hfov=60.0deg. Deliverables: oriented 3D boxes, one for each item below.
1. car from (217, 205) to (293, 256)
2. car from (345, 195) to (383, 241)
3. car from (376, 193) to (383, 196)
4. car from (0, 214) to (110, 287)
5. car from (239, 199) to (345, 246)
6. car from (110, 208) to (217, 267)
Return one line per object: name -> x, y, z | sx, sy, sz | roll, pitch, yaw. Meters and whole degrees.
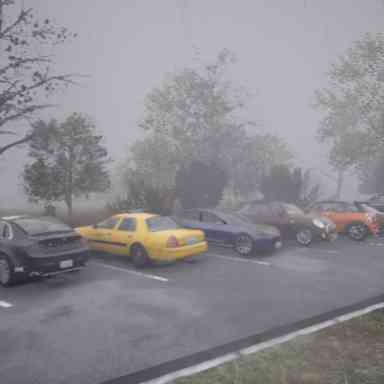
car -> 1.012, 1.365, 12.604 | 4.792, 1.488, 2.163 | 0, 0, 38
car -> 6.386, 1.191, 16.004 | 4.553, 1.767, 2.185 | 0, 0, 38
car -> 11.365, 1.047, 19.234 | 5.566, 2.045, 2.435 | 0, 0, 38
car -> -4.742, 1.358, 8.981 | 4.892, 1.521, 2.231 | 0, 0, 38
car -> 3.828, 1.200, 14.454 | 4.553, 1.767, 2.185 | 0, 0, 38
car -> -2.029, 1.343, 10.910 | 5.366, 1.575, 1.946 | 0, 0, 38
